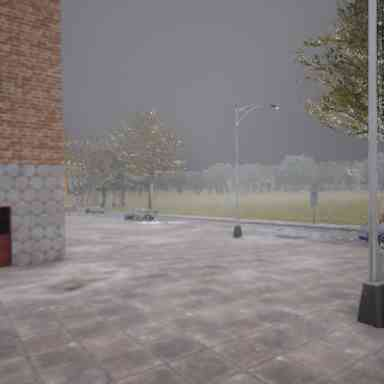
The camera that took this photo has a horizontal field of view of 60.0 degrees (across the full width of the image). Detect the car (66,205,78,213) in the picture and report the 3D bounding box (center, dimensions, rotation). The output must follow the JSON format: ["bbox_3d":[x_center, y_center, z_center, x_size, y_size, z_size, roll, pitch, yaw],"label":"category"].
[{"bbox_3d":[-23.841,3.229,65.274,1.882,1.535,5.008,-1,-1,-35],"label":"car"}]

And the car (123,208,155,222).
[{"bbox_3d":[-5.517,2.347,34.547,1.994,1.385,4.181,-1,-1,-35],"label":"car"}]

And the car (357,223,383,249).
[{"bbox_3d":[9.603,1.691,13.321,2.033,1.411,5.357,-1,-1,-35],"label":"car"}]

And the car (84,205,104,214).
[{"bbox_3d":[-16.084,2.881,54.437,2.033,1.411,5.357,-1,-1,-35],"label":"car"}]
